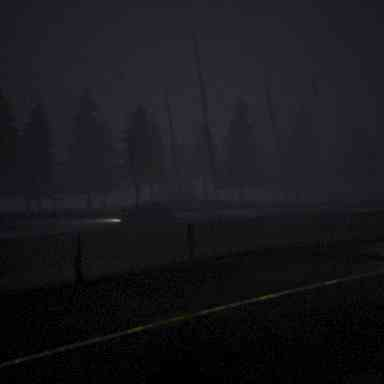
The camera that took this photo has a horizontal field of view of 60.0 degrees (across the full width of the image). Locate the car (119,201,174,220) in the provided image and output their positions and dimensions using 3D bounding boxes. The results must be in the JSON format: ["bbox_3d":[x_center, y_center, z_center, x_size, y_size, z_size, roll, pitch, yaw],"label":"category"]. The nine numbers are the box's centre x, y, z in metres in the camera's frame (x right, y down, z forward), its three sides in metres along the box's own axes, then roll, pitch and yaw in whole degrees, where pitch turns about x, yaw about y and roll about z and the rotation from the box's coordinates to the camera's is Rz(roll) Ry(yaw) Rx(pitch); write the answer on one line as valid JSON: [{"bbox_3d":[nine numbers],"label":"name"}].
[{"bbox_3d":[-3.539,1.365,25.801,4.181,1.385,1.994,-1,1,-27],"label":"car"}]
